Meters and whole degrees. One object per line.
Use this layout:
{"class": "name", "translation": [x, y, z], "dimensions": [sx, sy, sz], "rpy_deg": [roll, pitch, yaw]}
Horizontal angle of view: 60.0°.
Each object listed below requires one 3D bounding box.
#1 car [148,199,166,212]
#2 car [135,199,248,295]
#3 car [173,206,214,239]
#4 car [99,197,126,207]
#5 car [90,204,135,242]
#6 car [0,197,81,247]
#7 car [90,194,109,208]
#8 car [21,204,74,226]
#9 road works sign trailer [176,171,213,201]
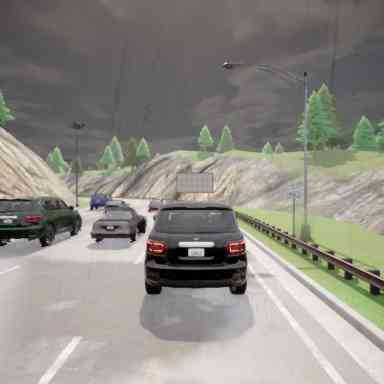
{"class": "car", "translation": [-4.183, 1.564, 40.093], "dimensions": [1.994, 1.385, 4.181], "rpy_deg": [0, 0, -5]}
{"class": "car", "translation": [0.087, 1.221, 8.884], "dimensions": [2.150, 2.045, 5.566], "rpy_deg": [0, 0, 0]}
{"class": "car", "translation": [0.086, 1.558, 18.102], "dimensions": [1.994, 1.385, 4.181], "rpy_deg": [0, 0, 0]}
{"class": "car", "translation": [-7.099, 1.507, 31.520], "dimensions": [1.837, 1.490, 4.892], "rpy_deg": [0, 1, -2]}
{"class": "car", "translation": [-3.423, 1.547, 16.419], "dimensions": [2.033, 1.411, 5.357], "rpy_deg": [0, 0, 0]}
{"class": "car", "translation": [-6.921, 1.219, 15.250], "dimensions": [2.150, 2.045, 5.566], "rpy_deg": [0, 0, 0]}
{"class": "car", "translation": [-11.337, 1.221, 41.746], "dimensions": [2.150, 2.045, 5.566], "rpy_deg": [0, 0, -7]}
{"class": "car", "translation": [-10.440, 1.600, 24.490], "dimensions": [1.895, 1.301, 4.718], "rpy_deg": [0, 0, 0]}
{"class": "road works sign trailer", "translation": [0.186, 0.464, 21.599], "dimensions": [2.380, 3.560, 2.880], "rpy_deg": [0, 0, 0]}
